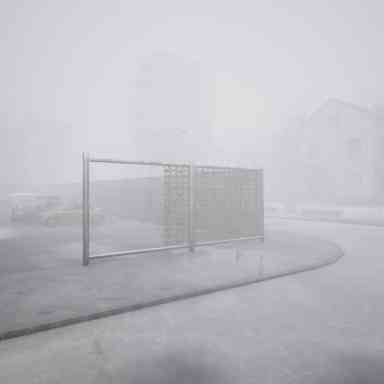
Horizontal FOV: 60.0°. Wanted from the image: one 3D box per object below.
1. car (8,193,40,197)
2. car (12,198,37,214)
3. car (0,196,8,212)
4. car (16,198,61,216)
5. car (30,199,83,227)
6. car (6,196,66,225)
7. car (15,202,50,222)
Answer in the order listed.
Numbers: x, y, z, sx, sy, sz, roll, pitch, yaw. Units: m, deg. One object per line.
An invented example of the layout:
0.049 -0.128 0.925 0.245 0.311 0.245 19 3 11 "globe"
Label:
-12.578 1.242 27.337 3.866 1.878 1.905 0 0 -36 "car"
-17.854 1.402 35.329 1.789 1.547 3.705 0 0 -36 "car"
-17.856 1.474 35.607 5.357 1.415 2.033 0 0 -36 "car"
-14.799 1.412 32.040 3.633 1.501 1.845 0 0 -36 "car"
-7.845 1.416 21.548 4.193 1.474 1.816 0 0 -36 "car"
-10.289 1.347 23.699 4.611 1.667 2.242 0 0 -36 "car"
-12.024 1.451 25.077 2.207 1.379 1.481 0 0 -36 "car"
